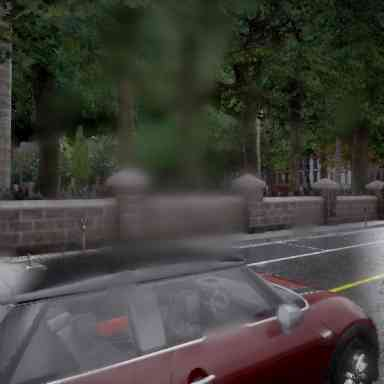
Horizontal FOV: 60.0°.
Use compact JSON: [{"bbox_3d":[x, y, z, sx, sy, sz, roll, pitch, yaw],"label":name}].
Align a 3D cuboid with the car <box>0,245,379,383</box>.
[{"bbox_3d":[-0.091,1.351,3.369,4.553,1.767,2.097,0,0,-35],"label":"car"}]
